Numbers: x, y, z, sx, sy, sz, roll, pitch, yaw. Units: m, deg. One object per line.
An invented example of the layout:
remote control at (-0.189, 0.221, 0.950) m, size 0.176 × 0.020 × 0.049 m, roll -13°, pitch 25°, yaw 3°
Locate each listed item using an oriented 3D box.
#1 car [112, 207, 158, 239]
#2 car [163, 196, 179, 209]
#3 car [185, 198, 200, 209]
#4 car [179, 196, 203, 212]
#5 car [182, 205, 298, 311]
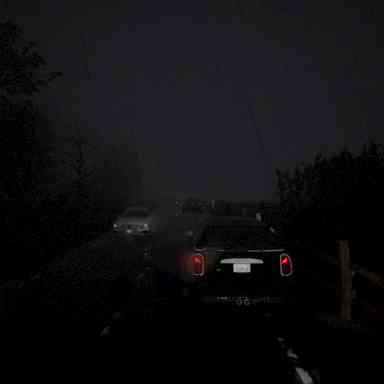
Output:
car at (-2.856, 1.520, 17.454) m, size 1.812 × 1.442 × 4.674 m, roll 0°, pitch 0°, yaw 0°
car at (-2.762, 1.317, 44.776) m, size 2.097 × 1.767 × 4.553 m, roll 0°, pitch 0°, yaw 0°
car at (0.046, 1.565, 45.351) m, size 1.895 × 1.301 × 4.718 m, roll 0°, pitch 0°, yaw 0°
car at (0.063, 1.331, 35.387) m, size 2.097 × 1.767 × 4.553 m, roll 0°, pitch 0°, yaw 0°
car at (0.898, 1.350, 7.940) m, size 2.097 × 1.767 × 4.553 m, roll 0°, pitch 0°, yaw 1°
